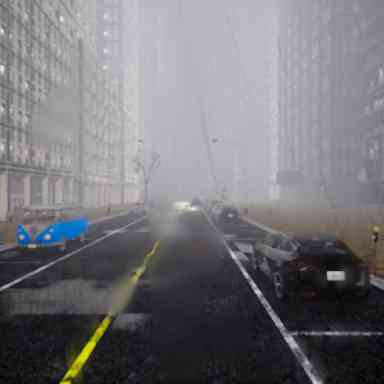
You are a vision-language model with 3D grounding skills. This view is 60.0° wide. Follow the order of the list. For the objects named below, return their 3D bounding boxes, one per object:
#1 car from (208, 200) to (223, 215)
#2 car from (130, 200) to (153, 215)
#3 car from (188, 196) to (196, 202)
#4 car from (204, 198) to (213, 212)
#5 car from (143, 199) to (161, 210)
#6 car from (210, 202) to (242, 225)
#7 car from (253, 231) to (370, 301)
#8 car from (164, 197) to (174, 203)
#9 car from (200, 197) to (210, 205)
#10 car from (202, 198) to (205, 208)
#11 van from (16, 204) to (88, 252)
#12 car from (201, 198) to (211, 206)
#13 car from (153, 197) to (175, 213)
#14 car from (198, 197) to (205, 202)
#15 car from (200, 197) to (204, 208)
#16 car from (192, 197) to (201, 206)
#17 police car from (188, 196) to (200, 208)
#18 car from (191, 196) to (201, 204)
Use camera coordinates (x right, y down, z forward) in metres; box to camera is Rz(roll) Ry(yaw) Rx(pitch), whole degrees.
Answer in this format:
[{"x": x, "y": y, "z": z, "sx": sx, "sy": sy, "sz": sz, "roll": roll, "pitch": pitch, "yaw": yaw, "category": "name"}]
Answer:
[{"x": 2.693, "y": 1.732, "z": 30.854, "sx": 1.802, "sy": 1.307, "sz": 4.206, "roll": -1, "pitch": 0, "yaw": 0, "category": "car"}, {"x": -5.686, "y": 1.757, "z": 36.500, "sx": 1.802, "sy": 1.307, "sz": 4.206, "roll": -1, "pitch": 0, "yaw": 0, "category": "car"}, {"x": 0.029, "y": 1.845, "z": 89.022, "sx": 1.994, "sy": 1.385, "sz": 4.181, "roll": 0, "pitch": 0, "yaw": 0, "category": "car"}, {"x": 2.693, "y": 1.616, "z": 36.497, "sx": 1.967, "sy": 1.590, "sz": 4.097, "roll": -1, "pitch": 0, "yaw": 0, "category": "car"}, {"x": -5.683, "y": 1.794, "z": 47.782, "sx": 1.947, "sy": 1.339, "sz": 4.313, "roll": -1, "pitch": 0, "yaw": 0, "category": "car"}, {"x": 2.691, "y": 1.689, "z": 25.211, "sx": 1.947, "sy": 1.339, "sz": 4.313, "roll": -1, "pitch": 0, "yaw": 0, "category": "car"}, {"x": 2.686, "y": 1.608, "z": 8.283, "sx": 1.947, "sy": 1.339, "sz": 4.313, "roll": -1, "pitch": 0, "yaw": 0, "category": "car"}, {"x": -5.672, "y": 1.933, "z": 81.630, "sx": 2.008, "sy": 1.369, "sz": 4.403, "roll": -1, "pitch": 0, "yaw": 0, "category": "car"}, {"x": 2.705, "y": 1.859, "z": 70.522, "sx": 1.752, "sy": 1.417, "sz": 4.829, "roll": -1, "pitch": 0, "yaw": 0, "category": "car"}, {"x": 2.696, "y": 1.769, "z": 42.139, "sx": 1.947, "sy": 1.339, "sz": 4.313, "roll": -1, "pitch": 0, "yaw": 0, "category": "car"}, {"x": -5.696, "y": 1.409, "z": 13.936, "sx": 1.690, "sy": 1.788, "sz": 3.998, "roll": -1, "pitch": 0, "yaw": 0, "category": "van"}, {"x": 2.703, "y": 1.852, "z": 64.710, "sx": 1.887, "sy": 1.381, "sz": 4.507, "roll": -1, "pitch": 0, "yaw": 0, "category": "car"}, {"x": -3.075, "y": 1.667, "z": 39.409, "sx": 1.882, "sy": 1.535, "sz": 5.008, "roll": 0, "pitch": -1, "yaw": 0, "category": "car"}, {"x": 2.713, "y": 1.978, "z": 92.924, "sx": 1.887, "sy": 1.381, "sz": 4.507, "roll": -1, "pitch": 0, "yaw": 0, "category": "car"}, {"x": 2.700, "y": 1.822, "z": 53.425, "sx": 1.947, "sy": 1.339, "sz": 4.313, "roll": -1, "pitch": 0, "yaw": 0, "category": "car"}, {"x": 0.840, "y": 1.813, "z": 64.687, "sx": 1.837, "sy": 1.490, "sz": 4.892, "roll": 0, "pitch": 0, "yaw": 0, "category": "car"}, {"x": 0.624, "y": 1.687, "z": 54.754, "sx": 1.930, "sy": 1.638, "sz": 5.238, "roll": 0, "pitch": 0, "yaw": -5, "category": "police car"}, {"x": 0.871, "y": 1.686, "z": 70.658, "sx": 2.097, "sy": 1.767, "sz": 4.553, "roll": 0, "pitch": 0, "yaw": 0, "category": "car"}]
